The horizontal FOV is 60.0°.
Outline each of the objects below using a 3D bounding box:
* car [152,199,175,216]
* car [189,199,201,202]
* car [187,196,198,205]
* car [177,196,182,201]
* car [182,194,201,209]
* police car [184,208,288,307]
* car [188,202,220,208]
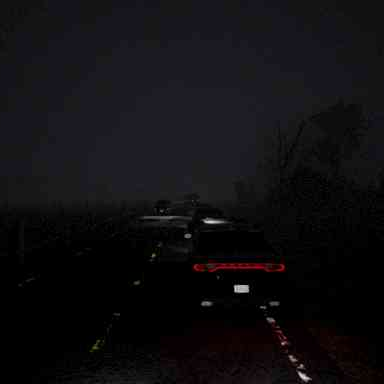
[{"bbox_3d":[-2.805,1.517,33.028,1.837,1.490,4.892,0,0,0],"label":"car"},{"bbox_3d":[0.858,1.511,24.076,1.837,1.490,4.892,0,0,0],"label":"car"},{"bbox_3d":[0.081,1.534,60.583,1.882,1.535,5.008,0,0,0],"label":"car"},{"bbox_3d":[-2.636,1.679,84.621,1.994,1.385,4.181,0,0,0],"label":"car"},{"bbox_3d":[0.099,1.250,45.969,2.150,2.045,5.566,0,0,1],"label":"car"},{"bbox_3d":[0.837,1.426,8.186,1.930,1.638,5.238,0,0,0],"label":"police car"},{"bbox_3d":[0.850,1.508,18.076,1.837,1.490,4.892,0,0,0],"label":"car"}]
